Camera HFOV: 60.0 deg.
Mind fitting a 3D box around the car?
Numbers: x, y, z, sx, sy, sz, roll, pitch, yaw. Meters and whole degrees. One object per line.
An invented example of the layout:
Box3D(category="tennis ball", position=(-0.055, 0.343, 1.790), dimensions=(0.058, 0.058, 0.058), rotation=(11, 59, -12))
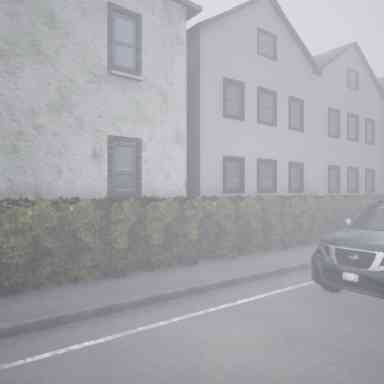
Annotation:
Box3D(category="car", position=(5.166, 1.220, 7.838), dimensions=(5.566, 2.045, 2.150), rotation=(0, 0, -37))
